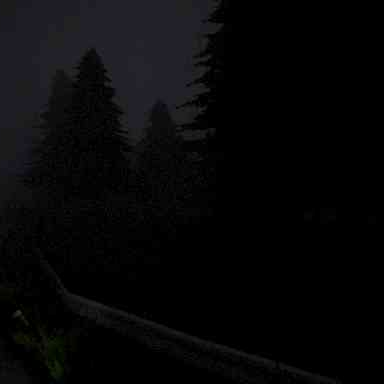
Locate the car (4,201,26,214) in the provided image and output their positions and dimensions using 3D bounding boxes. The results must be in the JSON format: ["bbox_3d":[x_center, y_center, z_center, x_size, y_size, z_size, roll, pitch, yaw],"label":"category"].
[{"bbox_3d":[-20.794,1.726,39.117,2.033,1.411,5.357,-2,1,-21],"label":"car"}]
